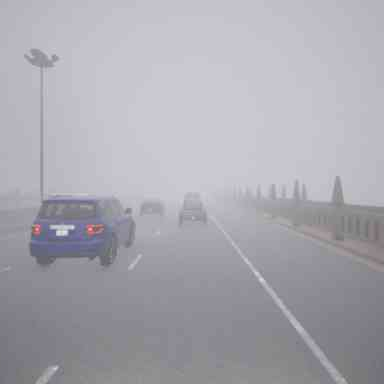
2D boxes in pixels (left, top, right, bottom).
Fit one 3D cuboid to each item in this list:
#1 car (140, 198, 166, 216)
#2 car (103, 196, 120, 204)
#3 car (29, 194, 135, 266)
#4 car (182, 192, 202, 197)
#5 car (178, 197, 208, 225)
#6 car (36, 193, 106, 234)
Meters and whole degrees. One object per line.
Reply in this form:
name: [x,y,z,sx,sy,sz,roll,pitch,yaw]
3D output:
car: [-3.446,1.313,29.903,1.882,1.535,5.008,0,0,0]
car: [-14.087,1.375,58.230,1.895,1.301,4.718,0,0,0]
car: [-3.418,1.149,11.423,2.150,2.045,5.566,0,0,0]
car: [0.039,1.013,40.491,2.150,2.045,5.566,0,0,0]
car: [0.066,1.360,22.637,2.128,1.511,4.902,0,0,0]
car: [-6.930,1.104,19.891,2.150,2.045,5.566,0,0,0]
